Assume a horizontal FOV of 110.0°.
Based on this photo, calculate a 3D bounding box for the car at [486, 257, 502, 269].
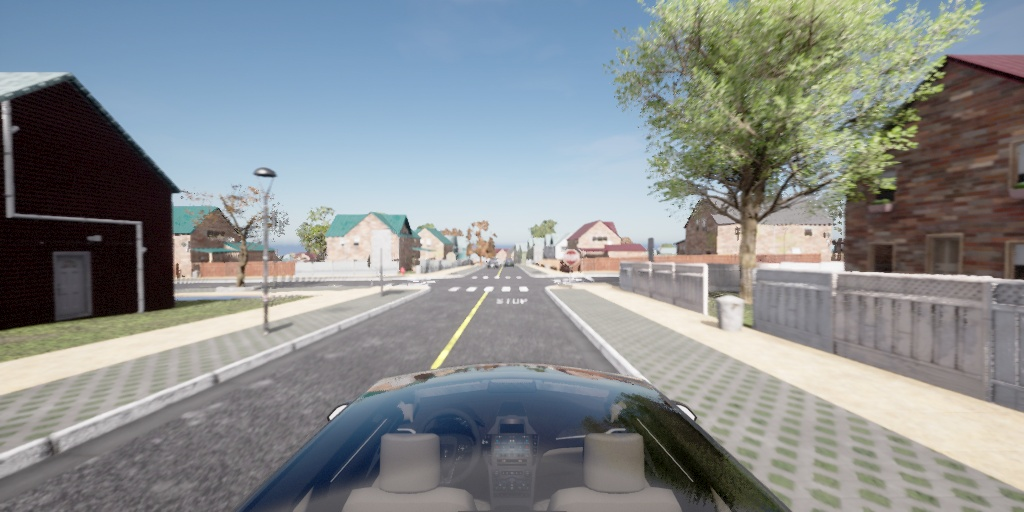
[{"bbox_3d":[-3.192,1.372,59.771,2.128,1.511,4.902,0,0,0],"label":"car"}]
